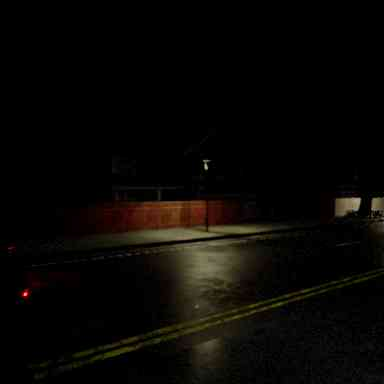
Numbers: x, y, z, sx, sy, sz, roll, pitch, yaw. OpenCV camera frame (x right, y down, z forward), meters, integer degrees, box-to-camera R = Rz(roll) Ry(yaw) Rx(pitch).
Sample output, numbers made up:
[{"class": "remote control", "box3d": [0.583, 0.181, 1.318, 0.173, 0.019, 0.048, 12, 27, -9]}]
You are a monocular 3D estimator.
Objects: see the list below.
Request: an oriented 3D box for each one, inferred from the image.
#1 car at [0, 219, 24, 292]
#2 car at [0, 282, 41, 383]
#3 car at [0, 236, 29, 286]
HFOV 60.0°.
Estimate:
[{"class": "car", "box3d": [-6.443, 1.507, 7.074, 4.892, 1.490, 1.837, 0, 0, -35]}, {"class": "car", "box3d": [-3.042, 1.603, 1.270, 4.718, 1.301, 1.895, 0, 0, -35]}, {"class": "car", "box3d": [-4.899, 1.550, 4.182, 5.357, 1.411, 2.033, 0, 0, -35]}]
